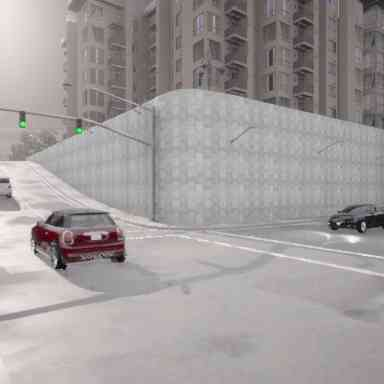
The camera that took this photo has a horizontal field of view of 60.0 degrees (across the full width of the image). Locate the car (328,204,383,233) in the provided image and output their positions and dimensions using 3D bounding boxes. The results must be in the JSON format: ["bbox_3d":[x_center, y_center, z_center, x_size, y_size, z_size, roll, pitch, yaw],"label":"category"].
[{"bbox_3d":[10.057,1.505,19.779,4.892,1.490,1.837,0,0,-36],"label":"car"}]

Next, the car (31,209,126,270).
[{"bbox_3d":[-4.041,1.351,11.418,2.097,1.767,4.553,0,0,-36],"label":"car"}]

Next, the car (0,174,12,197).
[{"bbox_3d":[-18.689,-0.756,31.785,2.150,2.045,5.566,0,10,-36],"label":"car"}]
